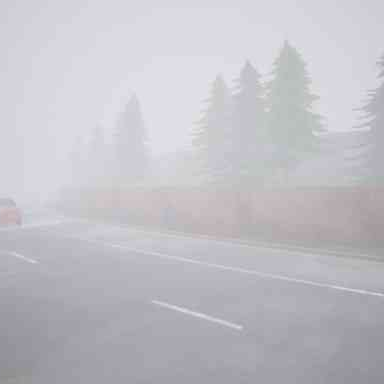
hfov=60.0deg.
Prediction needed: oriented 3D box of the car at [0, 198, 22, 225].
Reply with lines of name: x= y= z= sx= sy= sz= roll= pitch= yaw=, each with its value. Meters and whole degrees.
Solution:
car: x=-12.650 y=1.153 z=21.583 sx=2.097 sy=1.767 sz=4.553 roll=1 pitch=0 yaw=-39
